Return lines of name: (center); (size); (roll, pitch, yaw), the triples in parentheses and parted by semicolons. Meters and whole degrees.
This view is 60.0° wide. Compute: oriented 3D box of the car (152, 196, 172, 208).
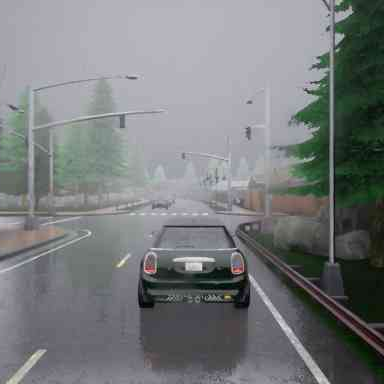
car: (-4.101, 1.535, 43.767); (1.994, 1.385, 4.181); (0, 0, -1)

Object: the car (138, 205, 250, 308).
car: (0.053, 1.352, 8.066); (2.097, 1.767, 4.553); (0, 0, 1)

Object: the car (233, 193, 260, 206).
car: (8.374, 1.146, 51.312); (3.866, 1.878, 1.905); (0, 0, -1)

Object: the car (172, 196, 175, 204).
car: (-4.187, 1.571, 53.622); (1.895, 1.301, 4.718); (0, 0, 0)

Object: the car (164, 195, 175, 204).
car: (-4.270, 1.448, 63.801); (1.882, 1.535, 5.008); (0, 0, 0)

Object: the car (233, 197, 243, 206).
car: (8.791, 1.144, 48.803); (4.605, 1.855, 1.932); (0, 0, -1)
